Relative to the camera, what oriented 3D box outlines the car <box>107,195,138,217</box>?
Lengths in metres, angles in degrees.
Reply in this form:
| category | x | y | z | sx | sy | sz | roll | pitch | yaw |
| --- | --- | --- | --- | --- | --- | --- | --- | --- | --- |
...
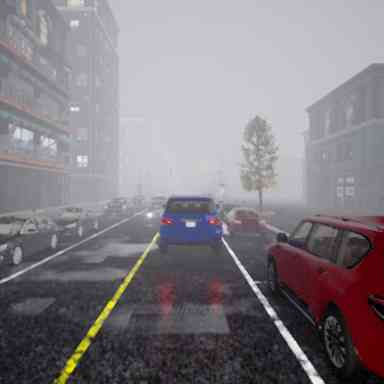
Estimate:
| category | x | y | z | sx | sy | sz | roll | pitch | yaw |
| --- | --- | --- | --- | --- | --- | --- | --- | --- | --- |
| car | -5.968 | 1.173 | 27.424 | 1.967 | 1.590 | 4.097 | 0 | 1 | -1 |

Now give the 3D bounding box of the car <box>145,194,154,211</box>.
| category | x | y | z | sx | sy | sz | roll | pitch | yaw |
| --- | --- | --- | --- | --- | --- | --- | --- | --- | --- |
| car | -3.449 | 1.173 | 34.595 | 1.837 | 1.490 | 4.892 | 0 | 1 | -1 |

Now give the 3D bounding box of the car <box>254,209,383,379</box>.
| category | x | y | z | sx | sy | sz | roll | pitch | yaw |
| --- | --- | --- | --- | --- | --- | --- | --- | --- | --- |
| car | 2.639 | 1.258 | 5.356 | 2.192 | 1.841 | 5.009 | 0 | 1 | -1 |

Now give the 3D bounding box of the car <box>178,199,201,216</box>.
| category | x | y | z | sx | sy | sz | roll | pitch | yaw |
| --- | --- | --- | --- | --- | --- | --- | --- | --- | --- |
| car | -0.216 | 1.314 | 29.545 | 1.895 | 1.301 | 4.718 | 0 | 1 | 0 |

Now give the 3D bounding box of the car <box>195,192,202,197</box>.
| category | x | y | z | sx | sy | sz | roll | pitch | yaw |
| --- | --- | --- | --- | --- | --- | --- | --- | --- | --- |
| car | 1.746 | 0.722 | 93.153 | 2.008 | 1.369 | 4.403 | 0 | 0 | -1 |

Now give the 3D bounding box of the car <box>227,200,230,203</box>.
| category | x | y | z | sx | sy | sz | roll | pitch | yaw |
| --- | --- | --- | --- | --- | --- | --- | --- | --- | --- |
| car | 2.469 | 1.347 | 21.972 | 1.947 | 1.339 | 4.313 | 0 | 1 | -1 |

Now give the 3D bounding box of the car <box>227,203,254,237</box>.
| category | x | y | z | sx | sy | sz | roll | pitch | yaw |
| --- | --- | --- | --- | --- | --- | --- | --- | --- | --- |
| car | 2.526 | 1.415 | 16.433 | 1.802 | 1.307 | 4.206 | 0 | 1 | -1 |

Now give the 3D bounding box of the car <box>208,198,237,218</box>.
| category | x | y | z | sx | sy | sz | roll | pitch | yaw |
| --- | --- | --- | --- | --- | --- | --- | --- | --- | --- |
| car | 2.413 | 1.282 | 27.509 | 2.008 | 1.369 | 4.403 | 0 | 1 | -1 |

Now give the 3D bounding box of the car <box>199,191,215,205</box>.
| category | x | y | z | sx | sy | sz | roll | pitch | yaw |
| --- | --- | --- | --- | --- | --- | --- | --- | --- | --- |
| car | 2.188 | 0.847 | 49.664 | 2.192 | 1.841 | 5.009 | 0 | 1 | -1 |

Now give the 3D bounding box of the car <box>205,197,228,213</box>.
| category | x | y | z | sx | sy | sz | roll | pitch | yaw |
| --- | --- | --- | --- | --- | --- | --- | --- | --- | --- |
| car | 2.356 | 1.247 | 33.049 | 1.947 | 1.339 | 4.313 | 0 | 1 | -1 |

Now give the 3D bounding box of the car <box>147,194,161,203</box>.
| category | x | y | z | sx | sy | sz | roll | pitch | yaw |
| --- | --- | --- | --- | --- | --- | --- | --- | --- | --- |
| car | -6.248 | 1.011 | 54.951 | 1.752 | 1.417 | 4.829 | 0 | 1 | -1 |

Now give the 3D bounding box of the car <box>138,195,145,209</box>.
| category | x | y | z | sx | sy | sz | roll | pitch | yaw |
| --- | --- | --- | --- | --- | --- | --- | --- | --- | --- |
| car | -6.080 | 1.074 | 38.502 | 1.967 | 1.590 | 4.097 | 0 | 1 | -1 |

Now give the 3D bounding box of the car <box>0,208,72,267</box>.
| category | x | y | z | sx | sy | sz | roll | pitch | yaw |
| --- | --- | --- | --- | --- | --- | --- | --- | --- | --- |
| car | -5.798 | 1.439 | 10.810 | 2.008 | 1.369 | 4.403 | 0 | 1 | -1 |

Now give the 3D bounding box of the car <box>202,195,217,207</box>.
| category | x | y | z | sx | sy | sz | roll | pitch | yaw |
| --- | --- | --- | --- | --- | --- | --- | --- | --- | --- |
| car | 2.242 | 1.106 | 44.297 | 1.752 | 1.417 | 4.829 | 0 | 1 | -1 |

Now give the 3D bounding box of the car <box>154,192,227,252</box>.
| category | x | y | z | sx | sy | sz | roll | pitch | yaw |
| --- | --- | --- | --- | --- | --- | --- | --- | --- | --- |
| car | -0.052 | 1.087 | 13.263 | 2.150 | 2.045 | 5.566 | 0 | 1 | 0 |

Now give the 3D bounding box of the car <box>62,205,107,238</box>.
| category | x | y | z | sx | sy | sz | roll | pitch | yaw |
| --- | --- | --- | --- | --- | --- | --- | --- | --- | --- |
| car | -5.854 | 1.386 | 16.348 | 2.008 | 1.369 | 4.403 | 0 | 1 | -1 |
